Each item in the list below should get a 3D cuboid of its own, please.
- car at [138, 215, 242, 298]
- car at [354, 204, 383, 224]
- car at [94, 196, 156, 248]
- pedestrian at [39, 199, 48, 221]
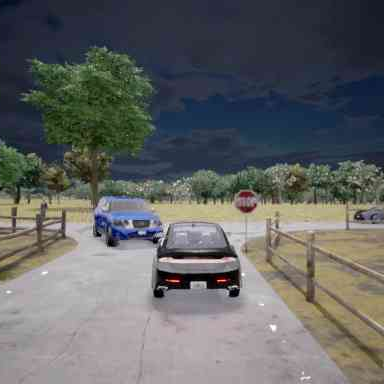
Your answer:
[{"bbox_3d":[0.049,1.505,8.545,2.128,1.511,4.902,0,0,-2],"label":"car"},{"bbox_3d":[13.995,1.570,23.992,4.181,1.385,1.994,0,-2,1],"label":"car"},{"bbox_3d":[-3.123,1.255,15.544,2.150,2.045,5.566,2,-1,-26],"label":"car"},{"bbox_3d":[-12.116,1.439,27.077,0.375,1.860,0.375,0,-1,0],"label":"pedestrian"}]
